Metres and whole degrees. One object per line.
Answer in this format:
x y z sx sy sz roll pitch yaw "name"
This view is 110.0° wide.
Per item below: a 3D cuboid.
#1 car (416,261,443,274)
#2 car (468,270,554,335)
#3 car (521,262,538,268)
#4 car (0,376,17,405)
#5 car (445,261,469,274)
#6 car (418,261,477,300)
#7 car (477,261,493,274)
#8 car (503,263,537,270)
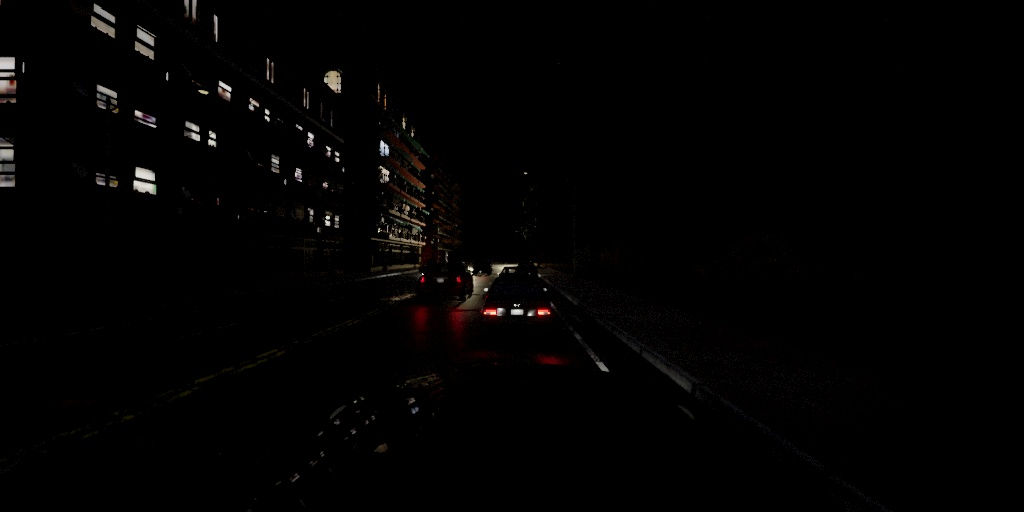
-9.809 1.300 43.280 2.033 1.411 5.357 0 0 0 "car"
0.111 1.299 10.513 2.033 1.411 5.357 0 0 0 "car"
1.167 1.259 30.642 1.837 1.490 4.892 0 0 0 "car"
-6.601 1.298 1.600 2.033 1.411 5.357 0 0 0 "car"
-6.558 1.300 43.288 2.033 1.411 5.357 0 0 0 "car"
-3.125 1.104 17.707 2.097 1.767 4.553 0 0 -1 "car"
-3.112 1.261 38.017 1.837 1.490 4.892 0 1 0 "car"
0.119 1.300 20.875 2.033 1.411 5.357 0 0 0 "car"
